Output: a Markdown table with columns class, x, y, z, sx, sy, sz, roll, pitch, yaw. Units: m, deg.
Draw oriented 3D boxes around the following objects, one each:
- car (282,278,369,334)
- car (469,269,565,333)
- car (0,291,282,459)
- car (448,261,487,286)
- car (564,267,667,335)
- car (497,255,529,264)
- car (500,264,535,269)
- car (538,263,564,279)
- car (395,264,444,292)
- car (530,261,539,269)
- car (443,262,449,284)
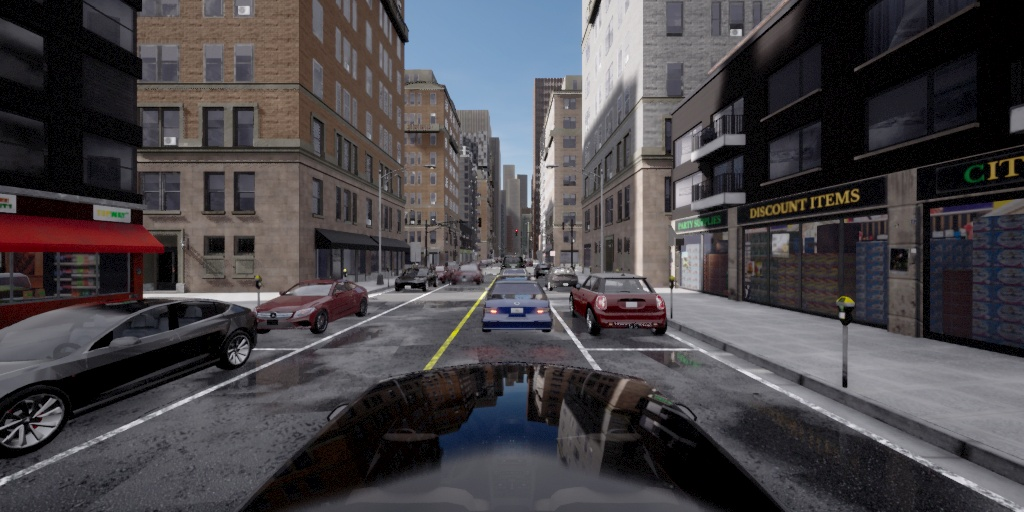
| class | x | y | z | sx | sy | sz | roll | pitch | yaw |
| --- | --- | --- | --- | --- | --- | --- | --- | --- | --- |
| car | -5.650 | 1.332 | 10.561 | 1.802 | 1.307 | 4.207 | 0 | 0 | 0 |
| car | 0.122 | 1.297 | 10.755 | 2.033 | 1.411 | 5.357 | 0 | 0 | 0 |
| car | -5.664 | 1.315 | 5.060 | 1.948 | 1.339 | 4.313 | 0 | 0 | 0 |
| car | -3.014 | 1.277 | 25.186 | 1.812 | 1.442 | 4.674 | 0 | 0 | 0 |
| car | 2.875 | 1.190 | 10.540 | 1.967 | 1.591 | 4.097 | 0 | 0 | 0 |
| car | 0.079 | 0.974 | 31.293 | 2.150 | 2.045 | 5.566 | 0 | 0 | -1 |
| car | 0.145 | 1.352 | 21.261 | 1.895 | 1.301 | 4.718 | 0 | 0 | 0 |
| car | 2.902 | 1.301 | 21.542 | 2.007 | 1.370 | 4.403 | 0 | 0 | 0 |
| car | -5.623 | 1.316 | 21.563 | 1.948 | 1.339 | 4.313 | 0 | 0 | 0 |
| car | 2.930 | 1.319 | 32.545 | 1.948 | 1.339 | 4.313 | 0 | 0 | 0 |
| car | -5.610 | 1.334 | 27.065 | 1.802 | 1.307 | 4.207 | 0 | 0 | 0 |
